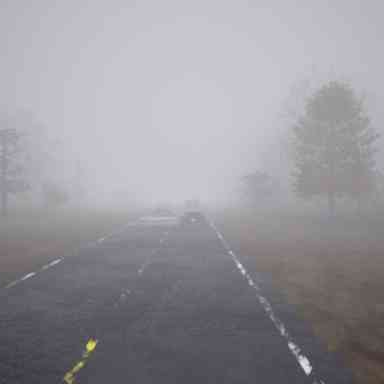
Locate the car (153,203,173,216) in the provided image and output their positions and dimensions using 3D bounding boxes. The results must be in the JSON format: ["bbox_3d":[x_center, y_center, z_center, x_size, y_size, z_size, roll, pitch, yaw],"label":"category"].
[{"bbox_3d":[-3.091,1.841,36.365,1.895,1.301,4.718,0,0,0],"label":"car"}]

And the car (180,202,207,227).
[{"bbox_3d":[0.110,1.686,24.261,1.812,1.442,4.674,0,0,0],"label":"car"}]

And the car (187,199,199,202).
[{"bbox_3d":[0.106,1.630,42.099,2.097,1.767,4.553,0,0,0],"label":"car"}]
